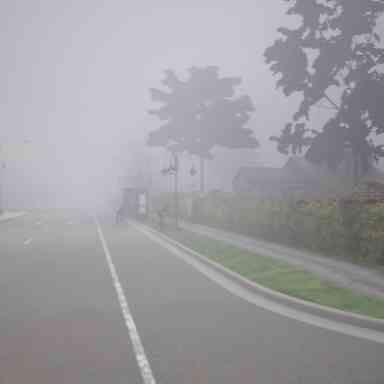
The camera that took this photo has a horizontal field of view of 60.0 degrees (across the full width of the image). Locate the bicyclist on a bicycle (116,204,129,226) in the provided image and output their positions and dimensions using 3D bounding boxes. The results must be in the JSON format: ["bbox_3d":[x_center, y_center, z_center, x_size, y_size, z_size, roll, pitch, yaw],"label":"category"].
[{"bbox_3d":[-5.236,1.745,24.925,1.656,1.620,0.582,0,-1,42],"label":"bicyclist on a bicycle"}]

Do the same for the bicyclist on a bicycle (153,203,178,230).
[{"bbox_3d":[-1.682,1.551,21.069,1.656,1.620,0.582,1,-1,-22],"label":"bicyclist on a bicycle"}]

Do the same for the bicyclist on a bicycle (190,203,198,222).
[{"bbox_3d":[0.149,1.623,26.866,0.582,1.620,1.656,0,-1,-8],"label":"bicyclist on a bicycle"}]
